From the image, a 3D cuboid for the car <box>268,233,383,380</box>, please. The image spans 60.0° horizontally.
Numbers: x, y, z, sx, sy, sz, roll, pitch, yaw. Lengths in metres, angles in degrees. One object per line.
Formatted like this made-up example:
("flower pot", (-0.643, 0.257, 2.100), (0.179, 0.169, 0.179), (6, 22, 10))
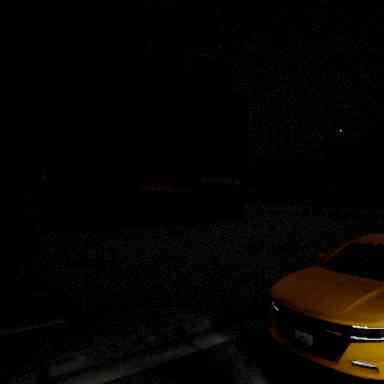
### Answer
("car", (3.387, 1.467, 5.475), (5.008, 1.535, 1.882), (-1, 0, -35))
